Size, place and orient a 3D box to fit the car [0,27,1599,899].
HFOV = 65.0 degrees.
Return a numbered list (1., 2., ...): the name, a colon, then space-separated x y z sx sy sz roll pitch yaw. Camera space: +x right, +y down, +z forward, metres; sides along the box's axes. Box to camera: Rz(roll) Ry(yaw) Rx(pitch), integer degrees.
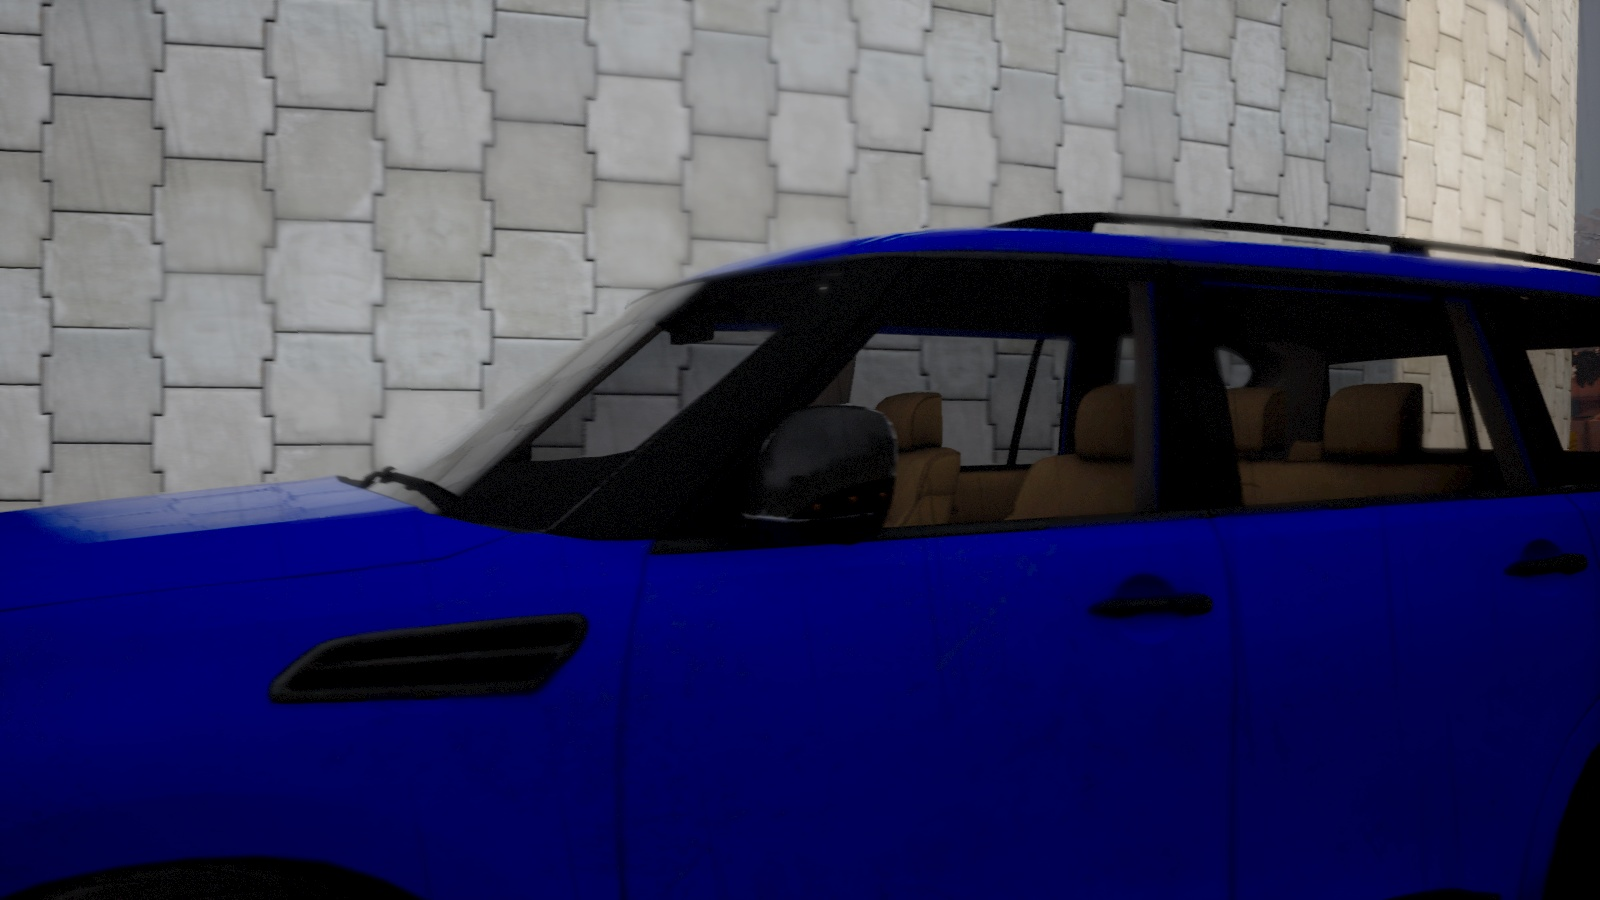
1. car: 0.336 0.464 3.332 5.566 2.045 2.150 -1 1 -25
